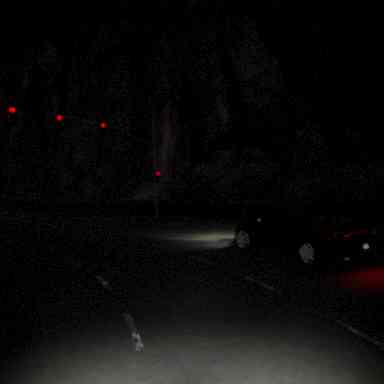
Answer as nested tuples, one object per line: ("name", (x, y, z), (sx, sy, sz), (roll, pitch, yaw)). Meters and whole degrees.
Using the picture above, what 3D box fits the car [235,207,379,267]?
("car", (3.313, 1.231, 10.685), (1.882, 1.535, 5.008), (0, 0, -27))
